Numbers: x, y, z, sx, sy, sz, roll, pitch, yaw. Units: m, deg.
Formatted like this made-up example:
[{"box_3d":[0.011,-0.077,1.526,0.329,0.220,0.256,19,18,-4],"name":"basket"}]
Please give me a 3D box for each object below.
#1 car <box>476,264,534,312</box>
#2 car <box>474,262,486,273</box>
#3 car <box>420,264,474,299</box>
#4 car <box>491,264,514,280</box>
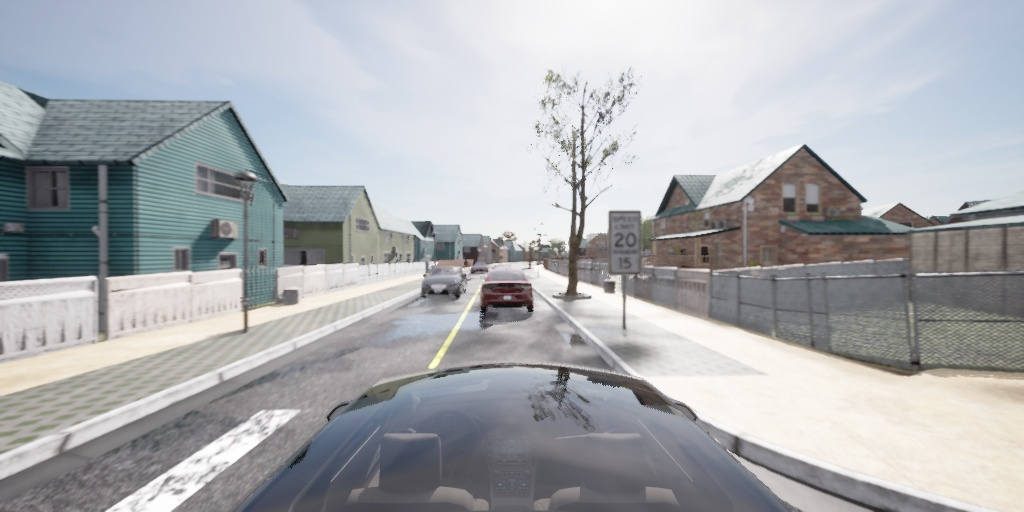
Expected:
[{"box_3d":[-0.237,1.237,14.335,1.882,1.535,5.008,0,0,-2],"name":"car"},{"box_3d":[-3.765,1.422,43.391,1.994,1.385,4.181,0,0,1],"name":"car"},{"box_3d":[-3.315,1.263,18.150,2.128,1.511,4.902,0,0,-2],"name":"car"},{"box_3d":[-0.824,1.407,32.411,1.895,1.301,4.718,0,0,-1],"name":"car"}]
